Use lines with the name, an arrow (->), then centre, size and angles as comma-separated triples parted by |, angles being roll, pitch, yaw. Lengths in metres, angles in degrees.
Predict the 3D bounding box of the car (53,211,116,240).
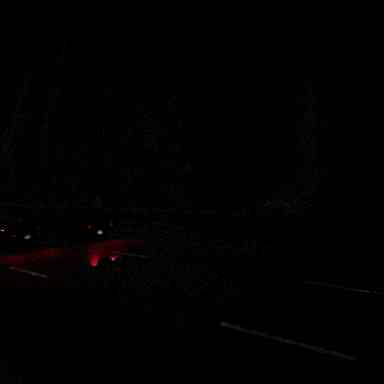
car -> -6.122, 1.614, 16.912 | 4.718, 1.301, 1.895 | 0, 0, 36

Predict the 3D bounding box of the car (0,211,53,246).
car -> -8.153, 1.531, 14.061 | 4.674, 1.442, 1.812 | 0, 0, 36
